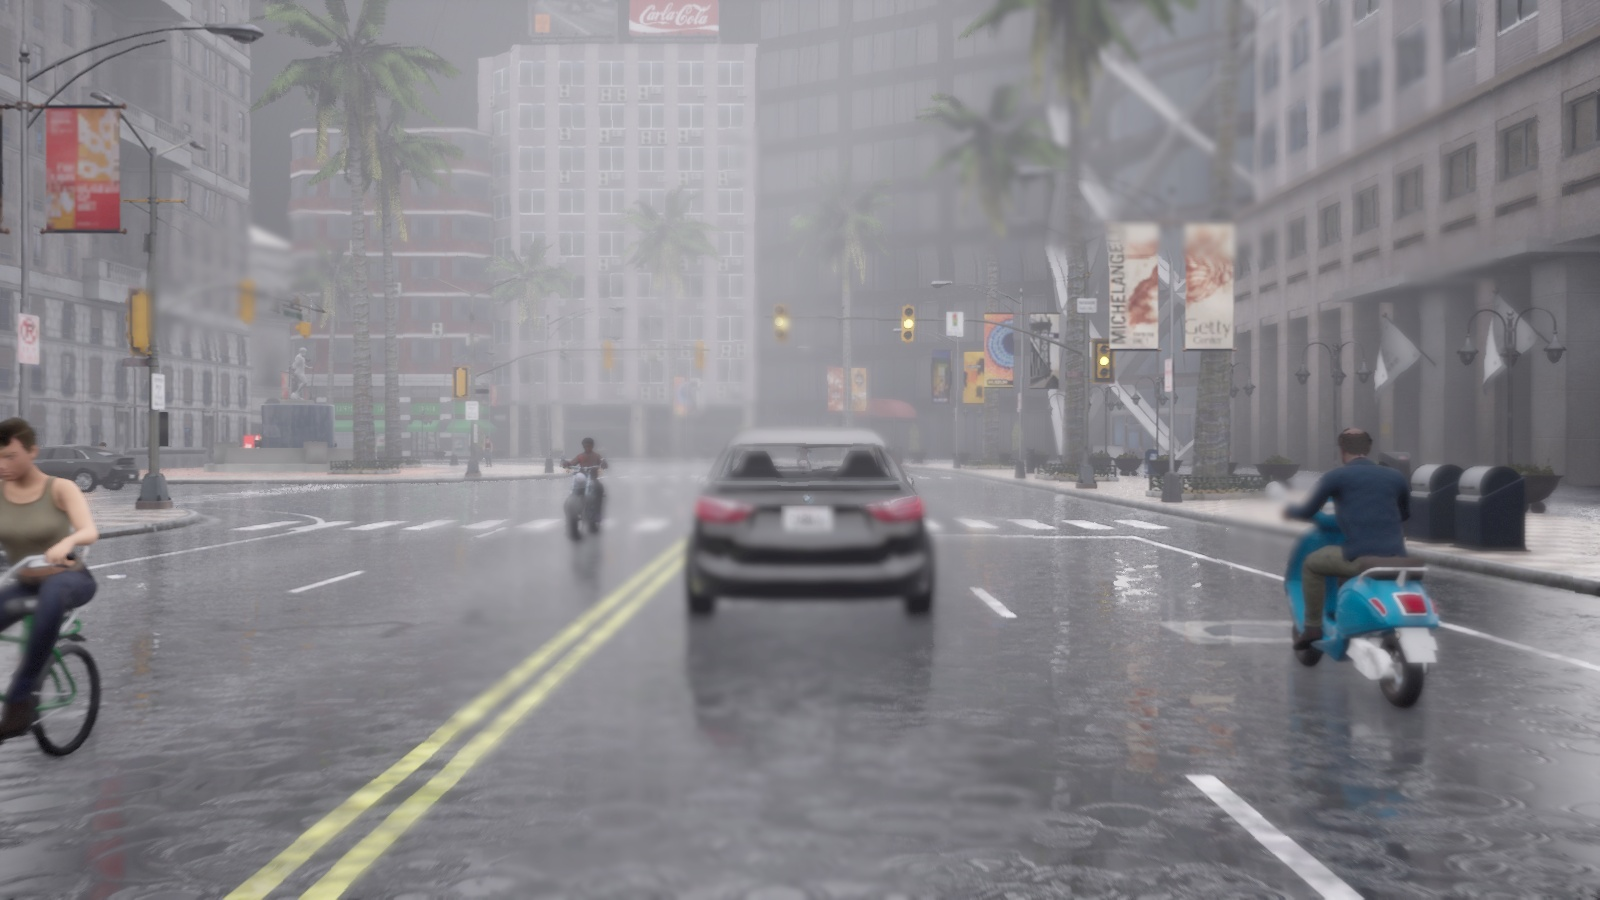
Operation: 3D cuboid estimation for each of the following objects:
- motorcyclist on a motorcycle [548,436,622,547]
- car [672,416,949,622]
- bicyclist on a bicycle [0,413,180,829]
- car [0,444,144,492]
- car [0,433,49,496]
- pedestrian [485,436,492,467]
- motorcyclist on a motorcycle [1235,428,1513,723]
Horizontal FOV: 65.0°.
[{"bbox_3d":[-3.387,0.614,19.983,0.766,1.649,2.350,0,0,0],"label":"motorcyclist on a motorcycle"},{"bbox_3d":[0.090,0.542,12.496,2.242,1.667,4.611,0,0,0],"label":"car"},{"bbox_3d":[-3.536,0.661,5.520,0.866,1.612,1.509,0,0,0],"label":"bicyclist on a bicycle"},{"bbox_3d":[-24.188,0.568,40.727,4.892,1.490,1.837,0,0,0],"label":"car"},{"bbox_3d":[-23.377,0.370,33.817,5.027,1.651,2.152,0,0,0],"label":"car"},{"bbox_3d":[-18.229,0.092,73.467,0.345,1.836,0.594,0,0,-8],"label":"pedestrian"},{"bbox_3d":[3.406,0.672,7.669,0.866,1.590,1.817,0,0,0],"label":"motorcyclist on a motorcycle"}]
